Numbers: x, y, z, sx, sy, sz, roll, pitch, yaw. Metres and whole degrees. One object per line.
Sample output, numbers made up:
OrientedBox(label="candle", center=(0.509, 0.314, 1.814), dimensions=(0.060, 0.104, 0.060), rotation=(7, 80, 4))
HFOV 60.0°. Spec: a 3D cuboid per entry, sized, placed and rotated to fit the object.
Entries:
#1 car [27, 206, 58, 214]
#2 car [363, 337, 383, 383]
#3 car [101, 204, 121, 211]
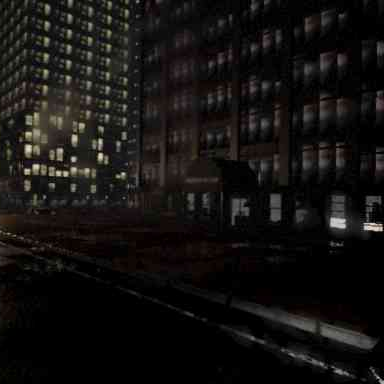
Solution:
OrientedBox(label="car", center=(-23.509, 2.865, 52.466), dimensions=(4.403, 1.369, 2.008), rotation=(3, -2, -44))
OrientedBox(label="car", center=(3.673, 1.594, 1.889), dimensions=(1.837, 1.490, 4.892), rotation=(2, -2, -43))
OrientedBox(label="car", center=(-17.196, 3.273, 70.333), dimensions=(4.097, 1.590, 1.967), rotation=(3, -2, -44))
